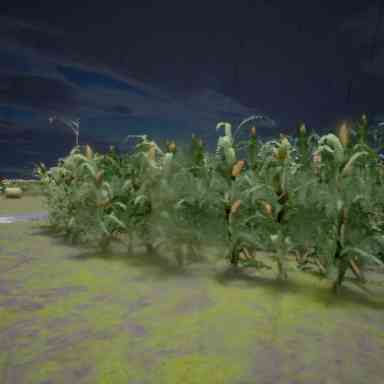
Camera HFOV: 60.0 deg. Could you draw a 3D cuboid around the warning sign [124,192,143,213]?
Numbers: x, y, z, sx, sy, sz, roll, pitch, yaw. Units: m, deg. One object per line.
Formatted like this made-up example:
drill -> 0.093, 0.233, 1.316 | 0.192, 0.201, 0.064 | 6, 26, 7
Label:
warning sign -> -5.378, 0.946, 30.548 | 1.300, 1.860, 1.060 | 2, 1, 35
